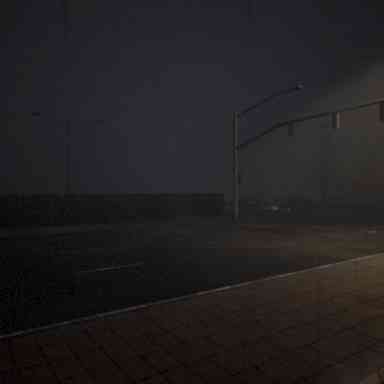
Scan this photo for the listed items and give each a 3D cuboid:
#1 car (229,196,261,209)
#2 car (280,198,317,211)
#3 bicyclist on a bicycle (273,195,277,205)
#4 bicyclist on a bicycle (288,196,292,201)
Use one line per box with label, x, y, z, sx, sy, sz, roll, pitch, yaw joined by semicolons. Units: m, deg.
car;6.978;1.348;44.316;2.097;1.767;4.553;0;0;-34
car;13.168;1.487;41.390;2.128;1.511;4.902;0;0;-34
bicyclist on a bicycle;13.556;1.295;54.113;0.582;1.620;1.656;0;0;22
bicyclist on a bicycle;14.519;1.448;49.197;1.656;1.620;0.582;0;0;-22
